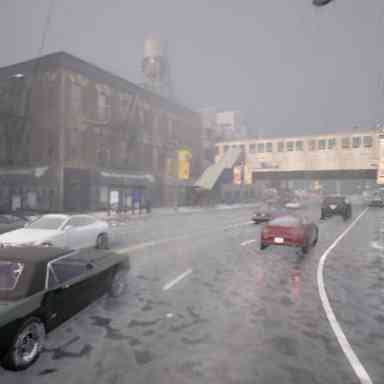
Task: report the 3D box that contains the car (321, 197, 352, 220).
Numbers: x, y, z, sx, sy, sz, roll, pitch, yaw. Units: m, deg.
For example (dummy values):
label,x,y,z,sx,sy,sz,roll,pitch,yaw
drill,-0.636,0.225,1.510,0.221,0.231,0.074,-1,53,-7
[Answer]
label,x,y,z,sx,sy,sz,roll,pitch,yaw
car,13.338,1.452,30.694,2.150,2.045,5.566,1,0,29

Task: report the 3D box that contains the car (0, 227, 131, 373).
label,x,y,z,sx,sy,sz,roll,pitch,yaw
car,-2.668,1.579,5.671,1.895,1.301,4.718,1,0,10

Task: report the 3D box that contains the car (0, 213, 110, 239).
label,x,y,z,sx,sy,sz,roll,pitch,yaw
car,-4.690,1.491,11.759,1.812,1.442,4.674,0,0,20

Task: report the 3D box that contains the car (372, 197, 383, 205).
label,x,y,z,sx,sy,sz,roll,pitch,yaw
car,44.085,2.070,79.042,2.185,1.767,4.553,1,0,29

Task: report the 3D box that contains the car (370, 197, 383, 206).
label,x,y,z,sx,sy,sz,roll,pitch,yaw
car,38.763,2.111,69.671,2.231,1.521,4.892,1,0,39

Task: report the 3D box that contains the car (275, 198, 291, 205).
label,x,y,z,sx,sy,sz,roll,pitch,yaw
car,18.676,1.969,68.102,1.895,1.301,4.718,1,0,29

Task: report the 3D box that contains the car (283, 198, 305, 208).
label,x,y,z,sx,sy,sz,roll,pitch,yaw
car,15.139,1.890,48.529,1.895,1.301,4.718,1,0,30

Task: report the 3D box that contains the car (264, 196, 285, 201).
label,x,y,z,sx,sy,sz,roll,pitch,yaw
car,12.446,1.738,50.861,1.882,1.535,5.008,1,0,30

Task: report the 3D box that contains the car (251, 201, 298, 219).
label,x,y,z,sx,sy,sz,roll,pitch,yaw
car,6.098,1.675,24.972,2.033,1.411,5.357,1,0,29

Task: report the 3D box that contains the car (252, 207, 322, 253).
label,x,y,z,sx,sy,sz,roll,pitch,yaw
car,4.219,1.608,14.203,1.812,1.442,4.674,1,0,27
